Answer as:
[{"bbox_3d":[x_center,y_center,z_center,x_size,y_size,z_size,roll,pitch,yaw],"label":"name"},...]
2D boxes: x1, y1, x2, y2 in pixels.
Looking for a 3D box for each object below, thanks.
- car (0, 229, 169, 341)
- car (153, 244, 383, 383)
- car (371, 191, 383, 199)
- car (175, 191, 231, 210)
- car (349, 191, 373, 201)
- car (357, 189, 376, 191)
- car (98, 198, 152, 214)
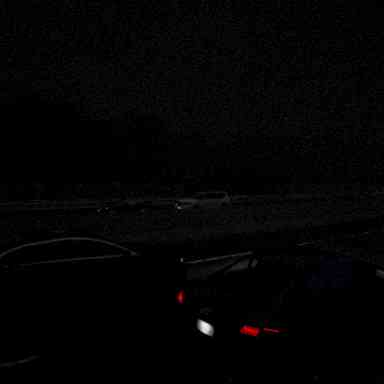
[{"bbox_3d":[-2.317,1.472,6.393,4.902,1.511,2.128,-1,0,-36],"label":"car"},{"bbox_3d":[1.787,1.515,5.023,4.181,1.385,1.994,-1,1,-36],"label":"car"},{"bbox_3d":[22.525,0.913,37.250,5.008,1.535,1.882,-1,1,-35],"label":"car"},{"bbox_3d":[1.104,0.986,30.582,5.566,2.045,2.150,-1,1,-36],"label":"car"},{"bbox_3d":[20.897,0.921,40.384,4.902,1.511,2.128,-1,1,-35],"label":"car"},{"bbox_3d":[27.845,0.480,53.893,5.566,2.045,2.150,-1,0,-35],"label":"car"},{"bbox_3d":[-5.953,1.340,29.842,4.902,1.511,2.128,-1,1,-35],"label":"car"}]
